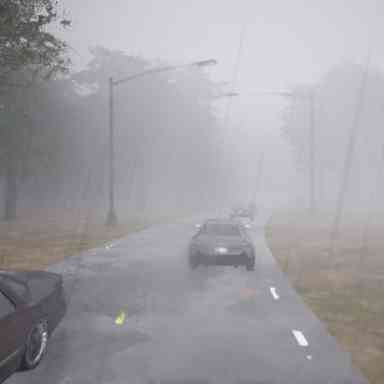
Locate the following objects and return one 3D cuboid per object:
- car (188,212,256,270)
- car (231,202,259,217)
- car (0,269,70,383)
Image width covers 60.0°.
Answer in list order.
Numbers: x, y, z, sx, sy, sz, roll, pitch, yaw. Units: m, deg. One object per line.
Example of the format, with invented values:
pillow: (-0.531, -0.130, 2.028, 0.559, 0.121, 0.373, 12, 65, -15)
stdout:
car: (1.030, 1.588, 11.259, 1.994, 1.385, 4.181, 0, 0, 6)
car: (4.401, 1.499, 27.523, 2.033, 1.411, 5.357, 0, 0, 17)
car: (-2.927, 1.548, 3.001, 2.033, 1.411, 5.357, 1, 0, 2)
